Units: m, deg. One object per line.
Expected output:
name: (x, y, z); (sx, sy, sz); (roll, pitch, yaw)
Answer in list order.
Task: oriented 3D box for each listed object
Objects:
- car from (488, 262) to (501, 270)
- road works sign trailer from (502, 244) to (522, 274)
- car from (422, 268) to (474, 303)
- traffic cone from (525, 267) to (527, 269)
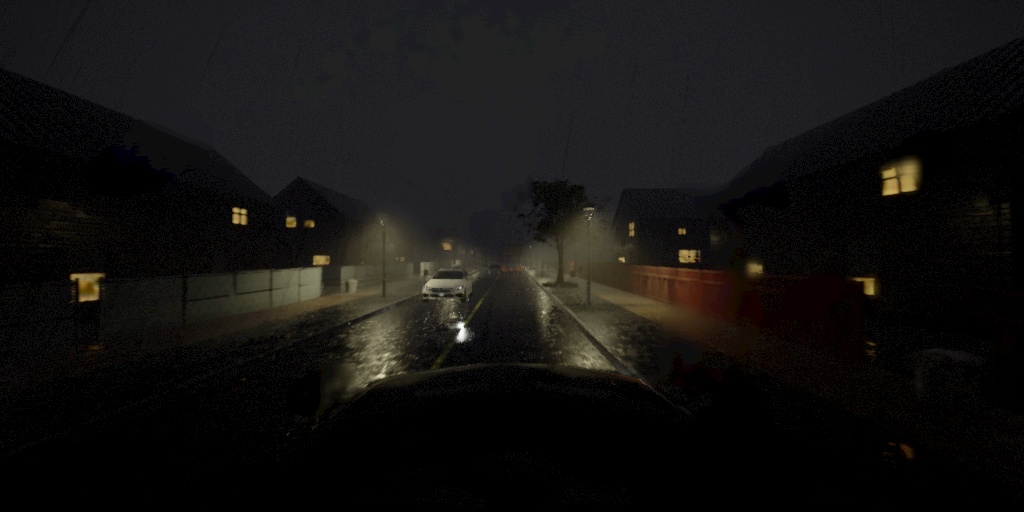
car: (-2.806, 1.585, 58.280); (1.895, 1.301, 4.718); (0, 0, 1)
road works sign trailer: (-0.008, 0.341, 42.761); (2.380, 3.560, 2.880); (0, 0, 0)
car: (-2.852, 1.296, 16.828); (1.812, 1.442, 4.674); (0, 0, 0)
traffic cone: (1.980, 1.595, 55.767); (0.340, 0.580, 0.340); (0, 0, -7)
